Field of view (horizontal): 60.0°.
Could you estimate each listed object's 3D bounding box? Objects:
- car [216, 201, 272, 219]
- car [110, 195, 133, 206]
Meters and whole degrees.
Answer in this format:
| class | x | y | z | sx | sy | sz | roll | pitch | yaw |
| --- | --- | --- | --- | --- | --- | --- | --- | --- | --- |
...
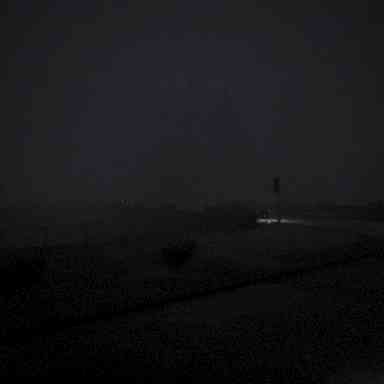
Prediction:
| class | x | y | z | sx | sy | sz | roll | pitch | yaw |
| --- | --- | --- | --- | --- | --- | --- | --- | --- | --- |
| car | 4.174 | 1.489 | 28.268 | 2.033 | 1.411 | 5.357 | 0 | 0 | -35 |
| car | -10.332 | 1.214 | 48.629 | 2.097 | 1.767 | 4.553 | 0 | 0 | -35 |
